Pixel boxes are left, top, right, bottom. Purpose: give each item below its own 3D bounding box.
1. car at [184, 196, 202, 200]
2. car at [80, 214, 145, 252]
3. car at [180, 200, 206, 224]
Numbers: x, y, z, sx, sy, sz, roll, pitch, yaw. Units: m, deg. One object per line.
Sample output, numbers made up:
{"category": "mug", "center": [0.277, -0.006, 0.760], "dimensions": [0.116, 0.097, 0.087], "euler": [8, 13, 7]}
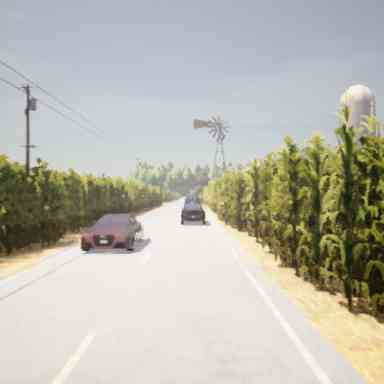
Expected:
{"category": "car", "center": [0.090, 1.479, 43.711], "dimensions": [2.150, 2.045, 5.566], "euler": [0, 0, 0]}
{"category": "car", "center": [-3.229, 1.650, 14.213], "dimensions": [1.994, 1.385, 4.181], "euler": [0, 0, 0]}
{"category": "car", "center": [0.092, 1.634, 26.295], "dimensions": [1.882, 1.535, 5.008], "euler": [0, 0, 0]}
